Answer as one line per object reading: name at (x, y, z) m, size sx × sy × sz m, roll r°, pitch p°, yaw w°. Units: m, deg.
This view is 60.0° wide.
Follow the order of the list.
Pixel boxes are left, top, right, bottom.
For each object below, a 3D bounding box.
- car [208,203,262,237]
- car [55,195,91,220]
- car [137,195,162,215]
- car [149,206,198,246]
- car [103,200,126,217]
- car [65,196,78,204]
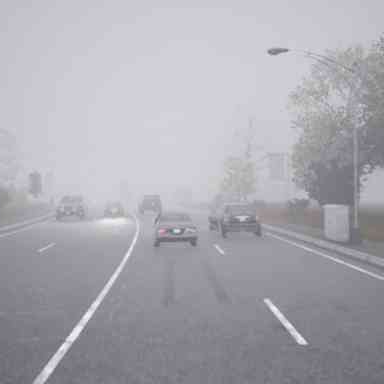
car at (2.228, 1.386, 18.512) m, size 2.097 × 1.767 × 4.553 m, roll 0°, pitch 0°, yaw -7°
car at (-10.372, 1.296, 29.031) m, size 2.150 × 2.045 × 5.566 m, roll 0°, pitch 0°, yaw -12°
car at (-4.626, 1.304, 36.003) m, size 2.150 × 2.045 × 5.566 m, roll 0°, pitch 0°, yaw -14°
car at (-0.868, 1.581, 15.497) m, size 2.033 × 1.411 × 5.357 m, roll 0°, pitch 0°, yaw -6°
car at (-7.577, 1.569, 32.419) m, size 2.128 × 1.511 × 4.902 m, roll 0°, pitch 0°, yaw -13°
car at (-24.597, 1.578, 67.581) m, size 1.882 × 1.535 × 5.008 m, roll 0°, pitch 0°, yaw -28°
